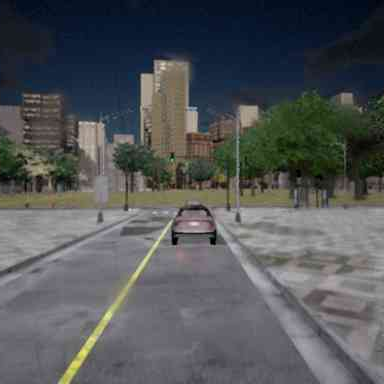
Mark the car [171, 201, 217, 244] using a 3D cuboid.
[{"bbox_3d":[0.089,1.377,15.478,2.033,1.649,4.856,0,-1,0],"label":"car"}]
